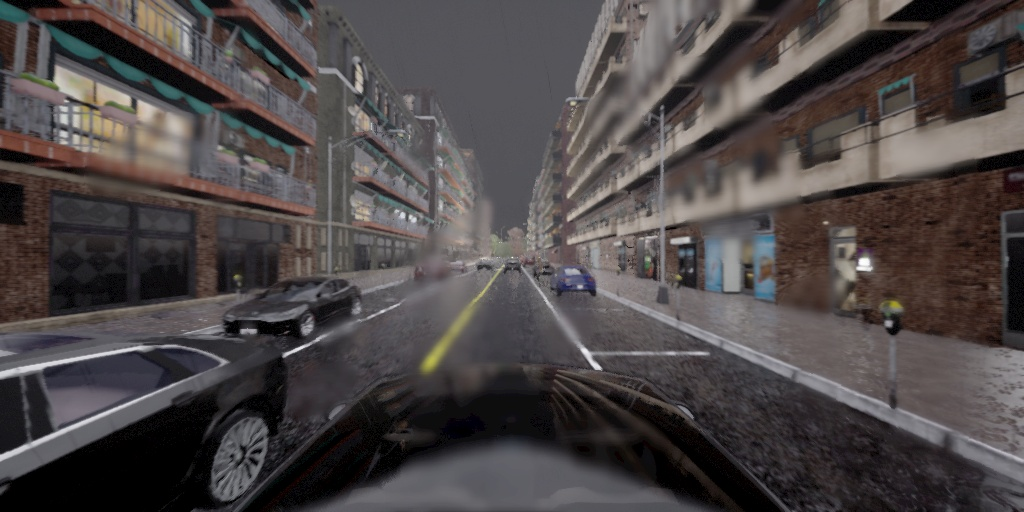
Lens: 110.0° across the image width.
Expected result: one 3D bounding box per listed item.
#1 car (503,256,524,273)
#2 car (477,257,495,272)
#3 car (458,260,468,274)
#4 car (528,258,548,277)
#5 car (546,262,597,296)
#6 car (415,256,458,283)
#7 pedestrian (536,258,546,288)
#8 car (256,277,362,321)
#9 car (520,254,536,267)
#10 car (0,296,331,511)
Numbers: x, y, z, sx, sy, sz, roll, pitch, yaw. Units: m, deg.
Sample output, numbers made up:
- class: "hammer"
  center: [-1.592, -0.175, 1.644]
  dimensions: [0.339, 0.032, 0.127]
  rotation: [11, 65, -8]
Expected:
- class: "car"
  center: [0.070, 1.024, 39.222]
  dimensions: [1.837, 1.490, 4.892]
  rotation: [0, 1, 0]
- class: "car"
  center: [-3.063, 1.100, 42.111]
  dimensions: [1.895, 1.301, 4.718]
  rotation: [0, 0, 0]
- class: "car"
  center: [-5.678, 1.108, 37.761]
  dimensions: [1.802, 1.307, 4.207]
  rotation: [0, 0, 0]
- class: "car"
  center: [2.701, 1.126, 32.157]
  dimensions: [1.948, 1.339, 4.313]
  rotation: [0, 0, 0]
- class: "car"
  center: [3.006, 1.173, 18.151]
  dimensions: [1.812, 1.442, 4.674]
  rotation: [0, 0, 0]
- class: "car"
  center: [-5.681, 0.909, 26.625]
  dimensions: [2.192, 1.841, 5.009]
  rotation: [0, 0, 0]
- class: "pedestrian"
  center: [1.636, 0.922, 20.928]
  dimensions: [0.375, 1.860, 0.375]
  rotation: [1, 0, -3]
- class: "car"
  center: [-5.686, 1.264, 9.923]
  dimensions: [1.948, 1.339, 4.313]
  rotation: [0, 0, 0]
- class: "car"
  center: [2.708, 0.739, 54.429]
  dimensions: [2.192, 1.841, 5.009]
  rotation: [0, 0, 0]
- class: "car"
  center: [-3.098, 1.243, 1.525]
  dimensions: [2.128, 1.511, 4.902]
  rotation: [0, 0, 0]
